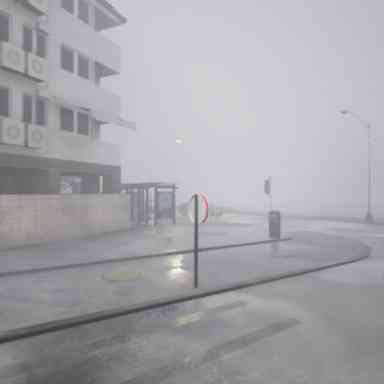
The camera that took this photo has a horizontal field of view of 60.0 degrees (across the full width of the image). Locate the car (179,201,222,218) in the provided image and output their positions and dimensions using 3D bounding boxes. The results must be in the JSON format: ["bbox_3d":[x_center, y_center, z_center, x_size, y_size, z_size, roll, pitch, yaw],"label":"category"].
[{"bbox_3d":[0.744,1.530,30.369,2.128,1.511,4.902,0,0,-36],"label":"car"}]

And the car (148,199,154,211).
[{"bbox_3d":[-4.631,1.564,37.923,1.812,1.442,4.674,0,0,-36],"label":"car"}]
